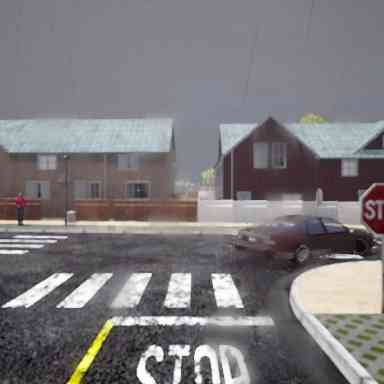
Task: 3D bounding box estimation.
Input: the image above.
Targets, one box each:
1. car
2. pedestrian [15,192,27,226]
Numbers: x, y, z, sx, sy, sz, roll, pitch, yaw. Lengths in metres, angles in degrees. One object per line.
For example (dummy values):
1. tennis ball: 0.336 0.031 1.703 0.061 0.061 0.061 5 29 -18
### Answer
1. car: 3.998 1.504 11.404 5.357 1.411 2.033 0 0 -31
2. pedestrian: -9.360 0.903 18.091 0.375 1.860 0.375 0 0 1
